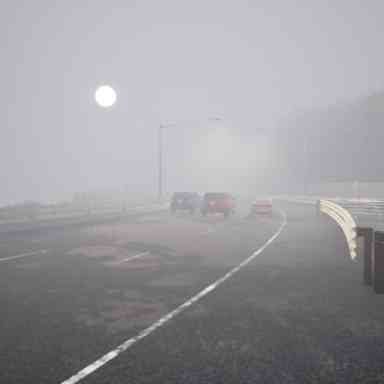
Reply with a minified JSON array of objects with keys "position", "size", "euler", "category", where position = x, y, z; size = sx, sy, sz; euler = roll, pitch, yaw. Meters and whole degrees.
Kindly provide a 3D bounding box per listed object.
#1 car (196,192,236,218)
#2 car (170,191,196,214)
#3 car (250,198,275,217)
[{"position":[2.316,0.999,27.888],"size":[2.150,2.045,5.566],"euler":[0,0,16],"category":"car"},{"position":[-0.375,0.955,31.470],"size":[2.150,2.045,5.566],"euler":[0,1,14],"category":"car"},{"position":[6.165,1.269,28.906],"size":[1.882,1.535,5.008],"euler":[1,1,15],"category":"car"}]
